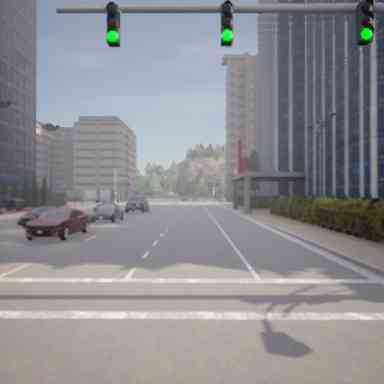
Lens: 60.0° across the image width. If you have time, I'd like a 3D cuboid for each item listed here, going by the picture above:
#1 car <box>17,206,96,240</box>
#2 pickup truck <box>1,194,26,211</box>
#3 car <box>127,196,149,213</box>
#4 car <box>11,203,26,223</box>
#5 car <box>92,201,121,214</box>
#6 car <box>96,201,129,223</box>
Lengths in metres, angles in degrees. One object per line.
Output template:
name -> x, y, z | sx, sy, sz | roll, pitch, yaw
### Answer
car -> -7.009, 1.599, 17.858 | 1.882, 1.535, 5.008 | 0, 0, 1
pickup truck -> -23.312, 1.328, 39.875 | 2.390, 2.098, 6.274 | 0, 0, 31
car -> -6.729, 1.502, 41.393 | 2.150, 2.045, 5.566 | 0, 0, 1
car -> -10.448, 1.711, 24.050 | 2.033, 1.411, 5.357 | 0, 0, 1
car -> -10.248, 1.820, 40.197 | 2.033, 1.411, 5.357 | 0, 0, 1
car -> -6.909, 1.714, 27.702 | 1.812, 1.442, 4.674 | 0, 0, 1
